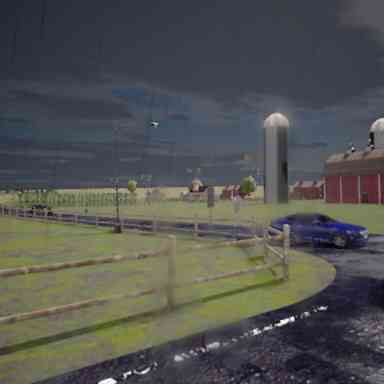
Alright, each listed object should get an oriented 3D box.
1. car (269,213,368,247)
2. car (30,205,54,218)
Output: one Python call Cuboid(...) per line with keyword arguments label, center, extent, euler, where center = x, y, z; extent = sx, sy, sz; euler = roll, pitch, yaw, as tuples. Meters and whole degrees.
Cuboid(label="car", center=(6.026, 1.756, 16.342), extent=(4.674, 1.442, 1.812), euler=(-2, 0, 44))
Cuboid(label="car", center=(-19.717, 2.481, 43.609), extent=(1.837, 1.490, 4.892), euler=(-1, 0, -41))
